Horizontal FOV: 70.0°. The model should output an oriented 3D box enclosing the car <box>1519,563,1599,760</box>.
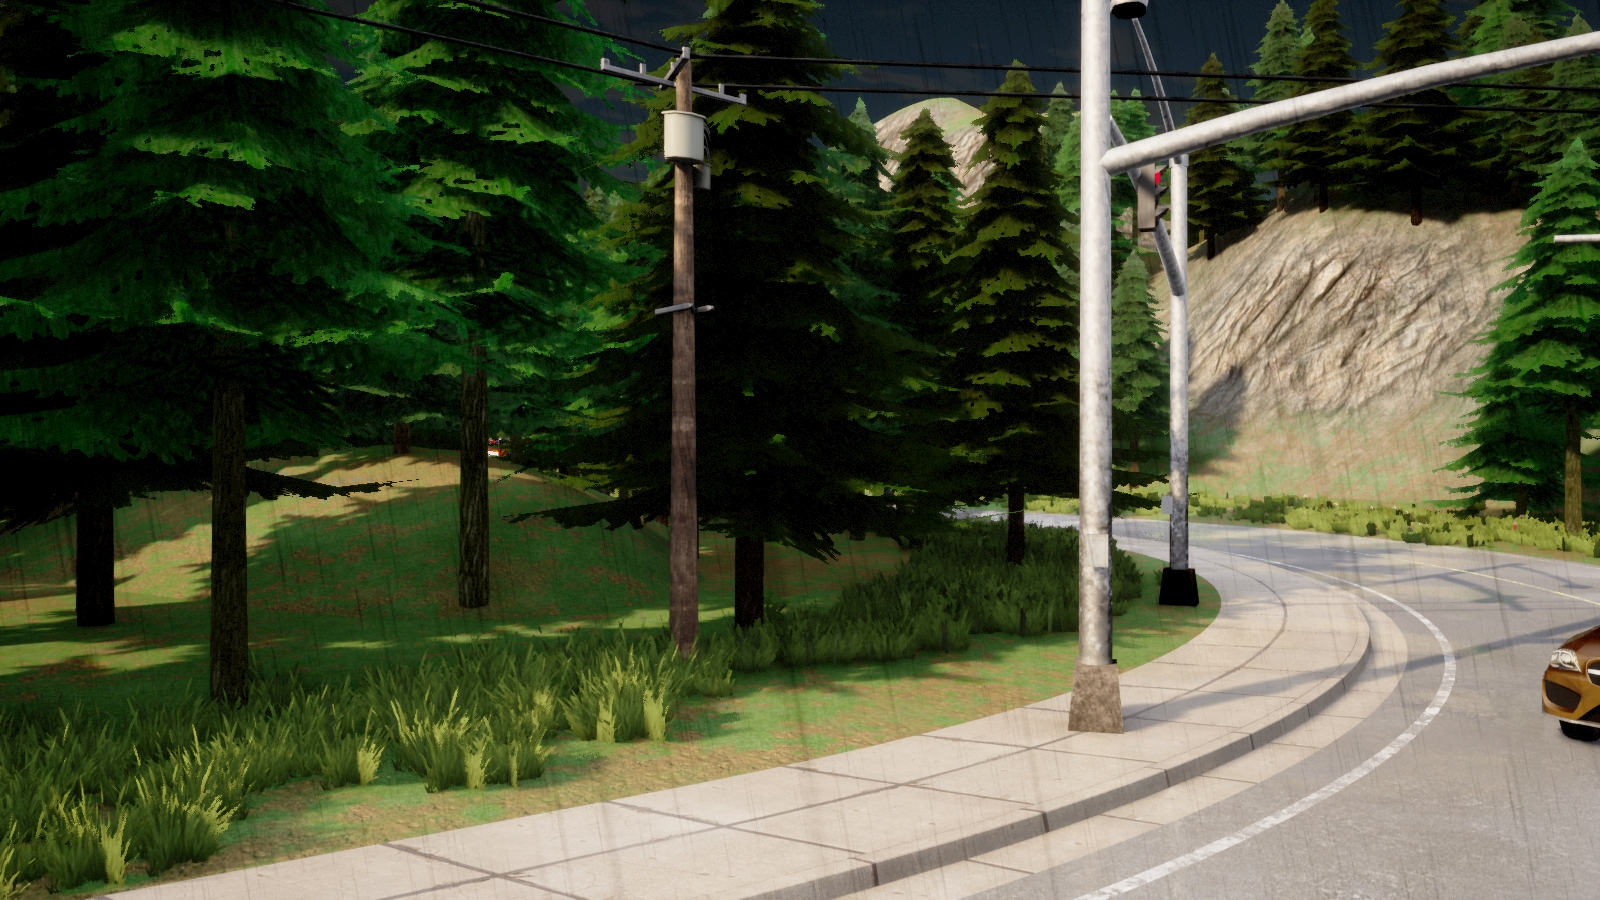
[{"bbox_3d":[9.577,1.970,11.147,5.027,1.651,2.152,0,0,-29],"label":"car"}]
